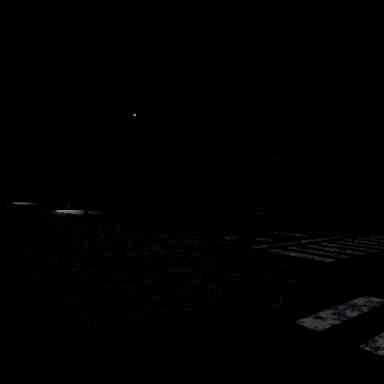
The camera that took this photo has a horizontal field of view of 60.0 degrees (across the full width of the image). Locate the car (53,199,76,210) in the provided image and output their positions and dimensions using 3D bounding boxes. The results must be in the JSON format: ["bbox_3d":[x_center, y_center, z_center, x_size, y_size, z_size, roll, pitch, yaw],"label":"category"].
[{"bbox_3d":[-15.856,1.531,41.307,1.994,1.385,4.181,1,0,-36],"label":"car"}]

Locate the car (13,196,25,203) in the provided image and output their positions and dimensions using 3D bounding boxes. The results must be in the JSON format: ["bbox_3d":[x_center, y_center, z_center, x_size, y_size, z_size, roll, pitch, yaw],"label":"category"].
[{"bbox_3d":[-36.249,1.589,69.704,1.895,1.301,4.718,1,-1,-36],"label":"car"}]
